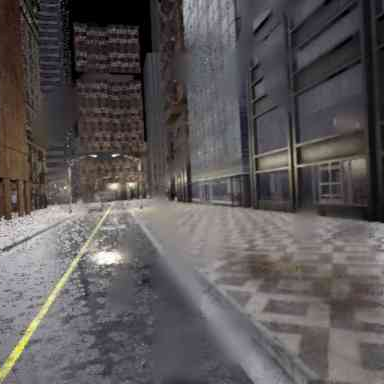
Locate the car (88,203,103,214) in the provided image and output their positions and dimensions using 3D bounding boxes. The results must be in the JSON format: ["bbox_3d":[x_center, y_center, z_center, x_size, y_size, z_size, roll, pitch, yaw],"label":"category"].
[{"bbox_3d":[-13.177,2.166,45.631,2.033,1.411,5.357,-3,0,-12],"label":"car"}]
